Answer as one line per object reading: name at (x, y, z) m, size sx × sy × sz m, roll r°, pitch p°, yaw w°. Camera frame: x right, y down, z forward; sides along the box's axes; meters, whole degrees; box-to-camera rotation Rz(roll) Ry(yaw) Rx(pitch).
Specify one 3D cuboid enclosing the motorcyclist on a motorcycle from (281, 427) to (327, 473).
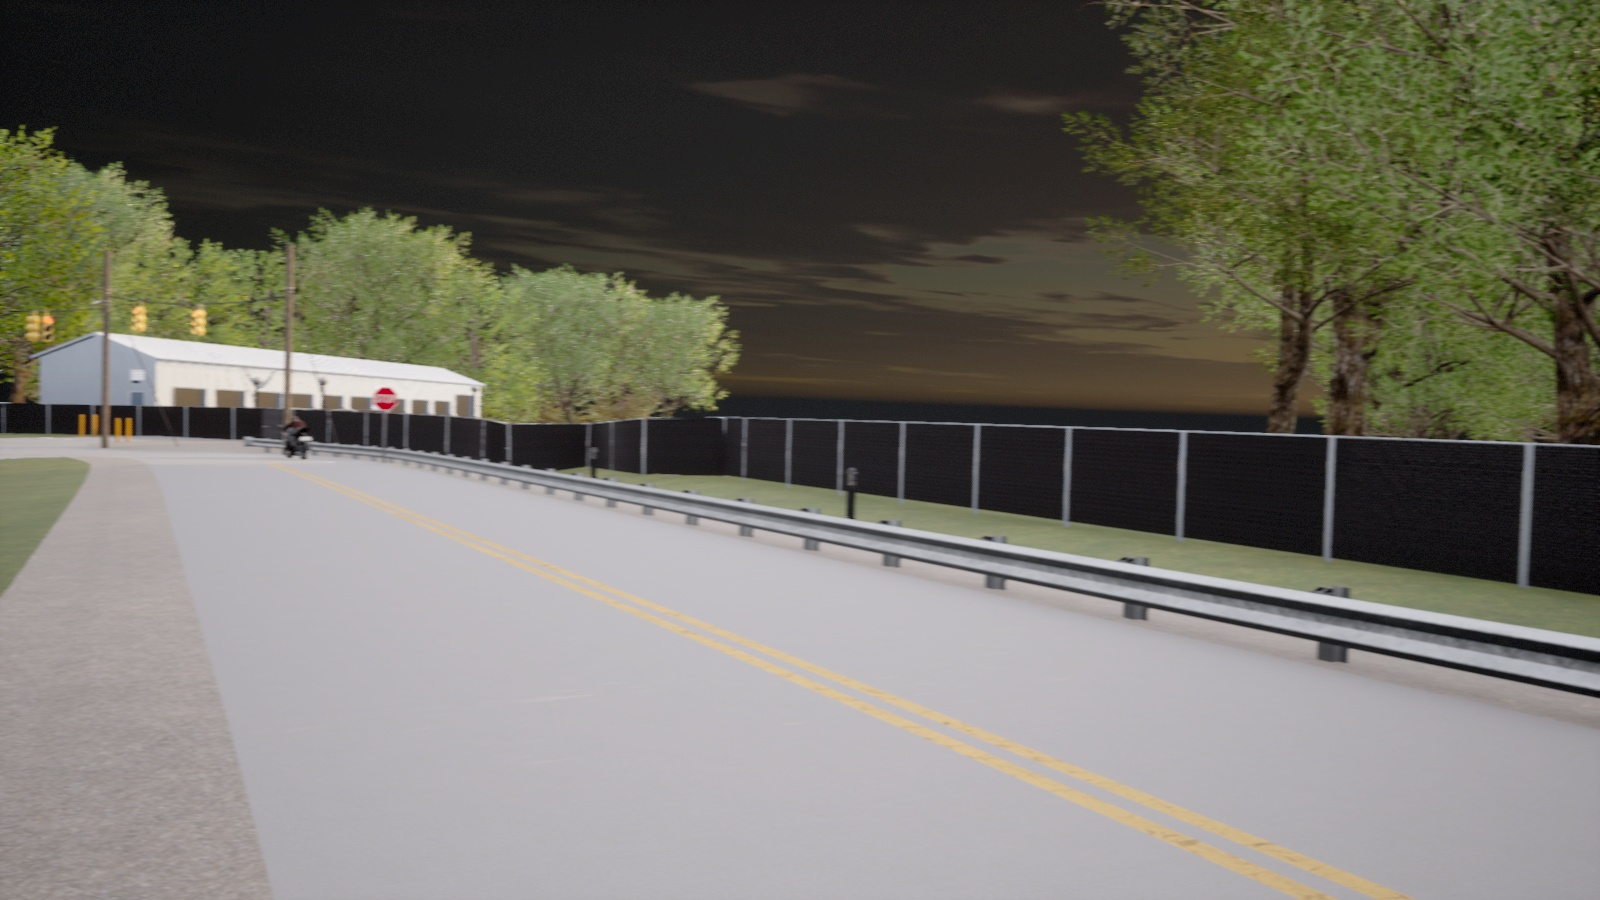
motorcyclist on a motorcycle at (-17.267, -0.014, 43.690) m, size 0.866 × 1.530 × 2.191 m, roll -1°, pitch 2°, yaw -39°
